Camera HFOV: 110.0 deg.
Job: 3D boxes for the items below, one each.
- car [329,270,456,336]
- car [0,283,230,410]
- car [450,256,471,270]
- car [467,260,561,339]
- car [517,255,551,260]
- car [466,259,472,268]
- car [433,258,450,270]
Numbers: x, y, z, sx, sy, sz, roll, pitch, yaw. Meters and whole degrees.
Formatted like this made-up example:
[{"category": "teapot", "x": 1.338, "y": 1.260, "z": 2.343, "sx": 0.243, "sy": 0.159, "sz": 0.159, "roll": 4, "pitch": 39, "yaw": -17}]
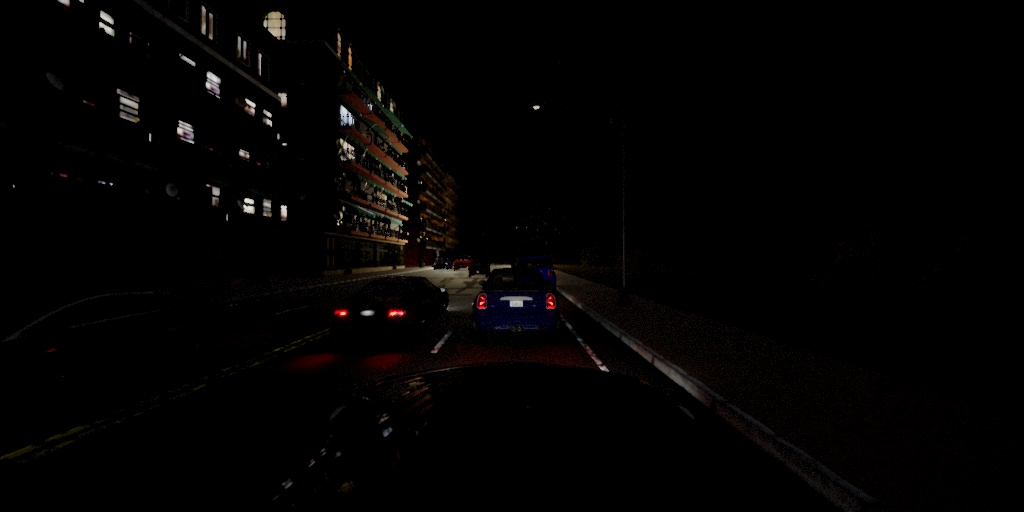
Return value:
[{"category": "car", "x": -3.150, "y": 1.296, "z": 10.329, "sx": 2.033, "sy": 1.411, "sz": 5.357, "roll": 0, "pitch": 0, "yaw": 0}, {"category": "car", "x": -6.601, "y": 1.241, "z": 5.143, "sx": 2.128, "sy": 1.511, "sz": 4.902, "roll": 0, "pitch": 0, "yaw": 0}, {"category": "car", "x": -6.590, "y": 0.963, "z": 48.636, "sx": 2.150, "sy": 2.045, "sz": 5.566, "roll": 0, "pitch": 0, "yaw": 0}, {"category": "car", "x": 0.100, "y": 1.102, "z": 10.250, "sx": 2.097, "sy": 1.767, "sz": 4.553, "roll": 0, "pitch": 0, "yaw": 0}, {"category": "car", "x": 1.140, "y": 0.974, "z": 19.825, "sx": 2.150, "sy": 2.045, "sz": 5.566, "roll": 0, "pitch": 0, "yaw": 0}, {"category": "car", "x": -3.147, "y": 1.271, "z": 35.361, "sx": 1.812, "sy": 1.442, "sz": 4.674, "roll": 0, "pitch": 0, "yaw": 0}, {"category": "car", "x": -9.838, "y": 1.093, "z": 51.254, "sx": 2.097, "sy": 1.767, "sz": 4.553, "roll": 0, "pitch": 0, "yaw": 0}]
